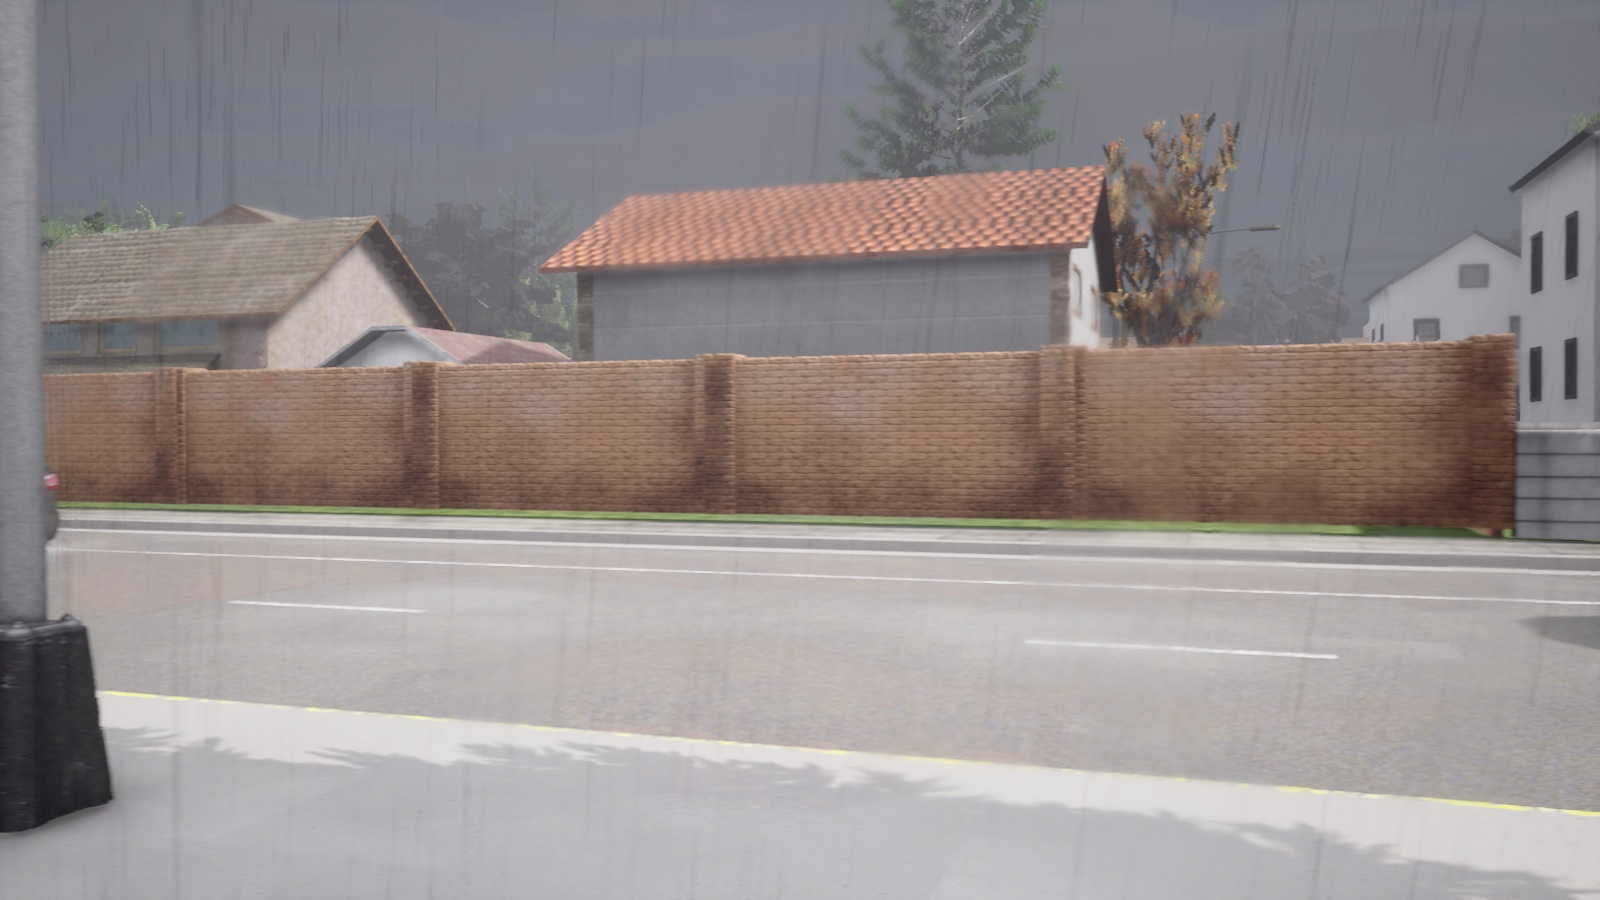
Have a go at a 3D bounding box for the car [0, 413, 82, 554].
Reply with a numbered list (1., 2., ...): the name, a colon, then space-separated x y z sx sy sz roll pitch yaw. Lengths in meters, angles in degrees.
1. car: -11.611 0.377 15.520 4.611 1.667 2.242 1 1 19

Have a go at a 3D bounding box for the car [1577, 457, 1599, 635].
1. car: 8.168 0.779 8.888 4.181 1.385 1.994 1 1 18
